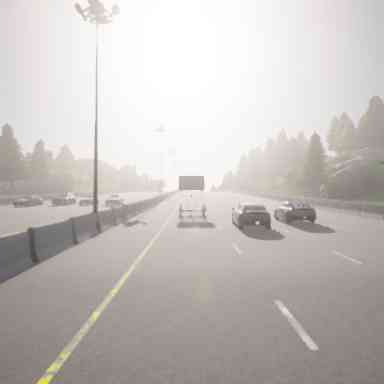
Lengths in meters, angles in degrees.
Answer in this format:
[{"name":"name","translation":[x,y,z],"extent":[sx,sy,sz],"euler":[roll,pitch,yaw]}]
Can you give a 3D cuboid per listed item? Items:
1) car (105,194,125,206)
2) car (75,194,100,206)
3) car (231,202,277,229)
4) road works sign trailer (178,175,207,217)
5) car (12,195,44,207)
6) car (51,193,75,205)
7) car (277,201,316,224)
[{"name":"car","translation":[-10.558,1.054,45.807],"extent":[1.812,1.442,4.674],"euler":[0,1,0]},{"name":"car","translation":[-14.058,1.054,45.807],"extent":[1.812,1.442,4.674],"euler":[0,1,0]},{"name":"car","translation":[3.597,1.413,20.681],"extent":[1.837,1.490,4.892],"euler":[0,1,0]},{"name":"road works sign trailer","translation":[-0.032,0.269,29.490],"extent":[2.380,3.560,2.880],"euler":[0,1,-2]},{"name":"car","translation":[-21.069,1.131,43.053],"extent":[2.033,1.411,5.357],"euler":[0,1,1]},{"name":"car","translation":[-17.557,0.884,45.654],"extent":[2.097,1.767,4.553],"euler":[0,1,0]},{"name":"car","translation":[7.096,1.372,23.339],"extent":[2.128,1.511,4.902],"euler":[0,1,0]}]
